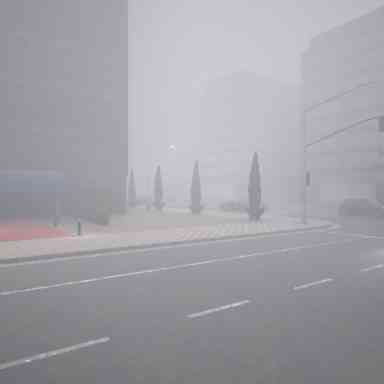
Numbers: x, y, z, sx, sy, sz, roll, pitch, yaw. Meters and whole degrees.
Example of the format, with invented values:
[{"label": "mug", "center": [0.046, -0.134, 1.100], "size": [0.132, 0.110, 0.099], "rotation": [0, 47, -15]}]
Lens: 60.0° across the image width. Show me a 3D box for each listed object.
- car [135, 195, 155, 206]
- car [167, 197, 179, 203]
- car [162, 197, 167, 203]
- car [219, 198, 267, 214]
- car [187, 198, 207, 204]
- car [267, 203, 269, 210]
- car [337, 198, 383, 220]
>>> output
[{"label": "car", "center": [-7.644, 1.351, 55.007], "size": [2.097, 1.767, 4.553], "rotation": [0, 0, -35]}, {"label": "car", "center": [-4.763, 1.600, 69.567], "size": [1.895, 1.301, 4.718], "rotation": [0, 0, -34]}, {"label": "car", "center": [-7.221, 1.548, 60.567], "size": [2.033, 1.411, 5.357], "rotation": [0, 0, -34]}, {"label": "car", "center": [5.204, 1.547, 36.556], "size": [2.033, 1.411, 5.357], "rotation": [0, 0, -35]}, {"label": "car", "center": [0.895, 1.564, 61.402], "size": [1.994, 1.385, 4.181], "rotation": [0, 0, -34]}, {"label": "car", "center": [7.021, 1.478, 40.069], "size": [1.882, 1.535, 5.008], "rotation": [0, 0, -35]}, {"label": "car", "center": [15.031, 1.351, 28.599], "size": [2.097, 1.767, 4.553], "rotation": [0, 0, -35]}]
